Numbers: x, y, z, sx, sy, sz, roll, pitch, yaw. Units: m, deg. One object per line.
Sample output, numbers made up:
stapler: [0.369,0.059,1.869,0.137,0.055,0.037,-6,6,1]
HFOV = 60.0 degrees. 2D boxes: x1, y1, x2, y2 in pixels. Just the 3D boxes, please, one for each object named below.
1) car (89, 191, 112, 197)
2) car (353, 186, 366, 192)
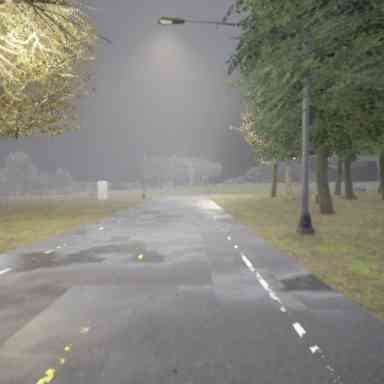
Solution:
car: [-20.338,0.426,74.175,4.902,1.511,2.128,-1,-1,0]
car: [40.261,-0.725,81.992,4.902,1.511,2.128,-2,-1,-1]
